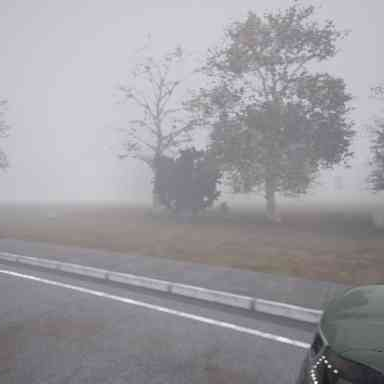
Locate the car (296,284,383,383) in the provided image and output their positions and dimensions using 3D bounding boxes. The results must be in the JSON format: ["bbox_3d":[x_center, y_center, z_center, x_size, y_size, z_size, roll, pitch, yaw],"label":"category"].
[{"bbox_3d":[3.365,1.216,1.501,5.566,2.045,2.150,0,0,36],"label":"car"}]
